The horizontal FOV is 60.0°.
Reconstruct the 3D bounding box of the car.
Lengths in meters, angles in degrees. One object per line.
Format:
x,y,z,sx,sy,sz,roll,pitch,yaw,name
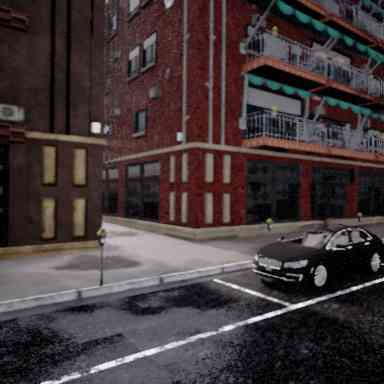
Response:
3.584,1.574,9.109,4.403,1.369,2.008,0,0,-36,car
